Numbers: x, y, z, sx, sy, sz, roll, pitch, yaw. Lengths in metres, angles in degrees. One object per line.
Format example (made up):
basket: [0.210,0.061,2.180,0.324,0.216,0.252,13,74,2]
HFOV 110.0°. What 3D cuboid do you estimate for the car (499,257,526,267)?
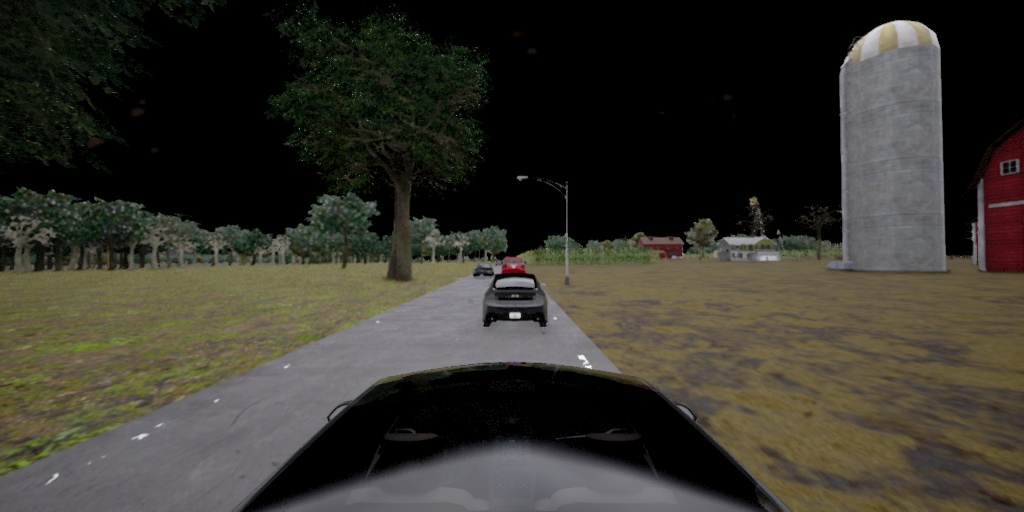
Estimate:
car: [0.152,1.087,34.316,2.150,2.045,5.566,0,0,0]

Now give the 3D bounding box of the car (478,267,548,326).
car: [0.096,1.286,11.748,1.837,1.490,4.892,0,0,0]

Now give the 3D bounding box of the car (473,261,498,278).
car: [-2.794,1.421,36.010,2.033,1.411,5.357,0,0,0]
